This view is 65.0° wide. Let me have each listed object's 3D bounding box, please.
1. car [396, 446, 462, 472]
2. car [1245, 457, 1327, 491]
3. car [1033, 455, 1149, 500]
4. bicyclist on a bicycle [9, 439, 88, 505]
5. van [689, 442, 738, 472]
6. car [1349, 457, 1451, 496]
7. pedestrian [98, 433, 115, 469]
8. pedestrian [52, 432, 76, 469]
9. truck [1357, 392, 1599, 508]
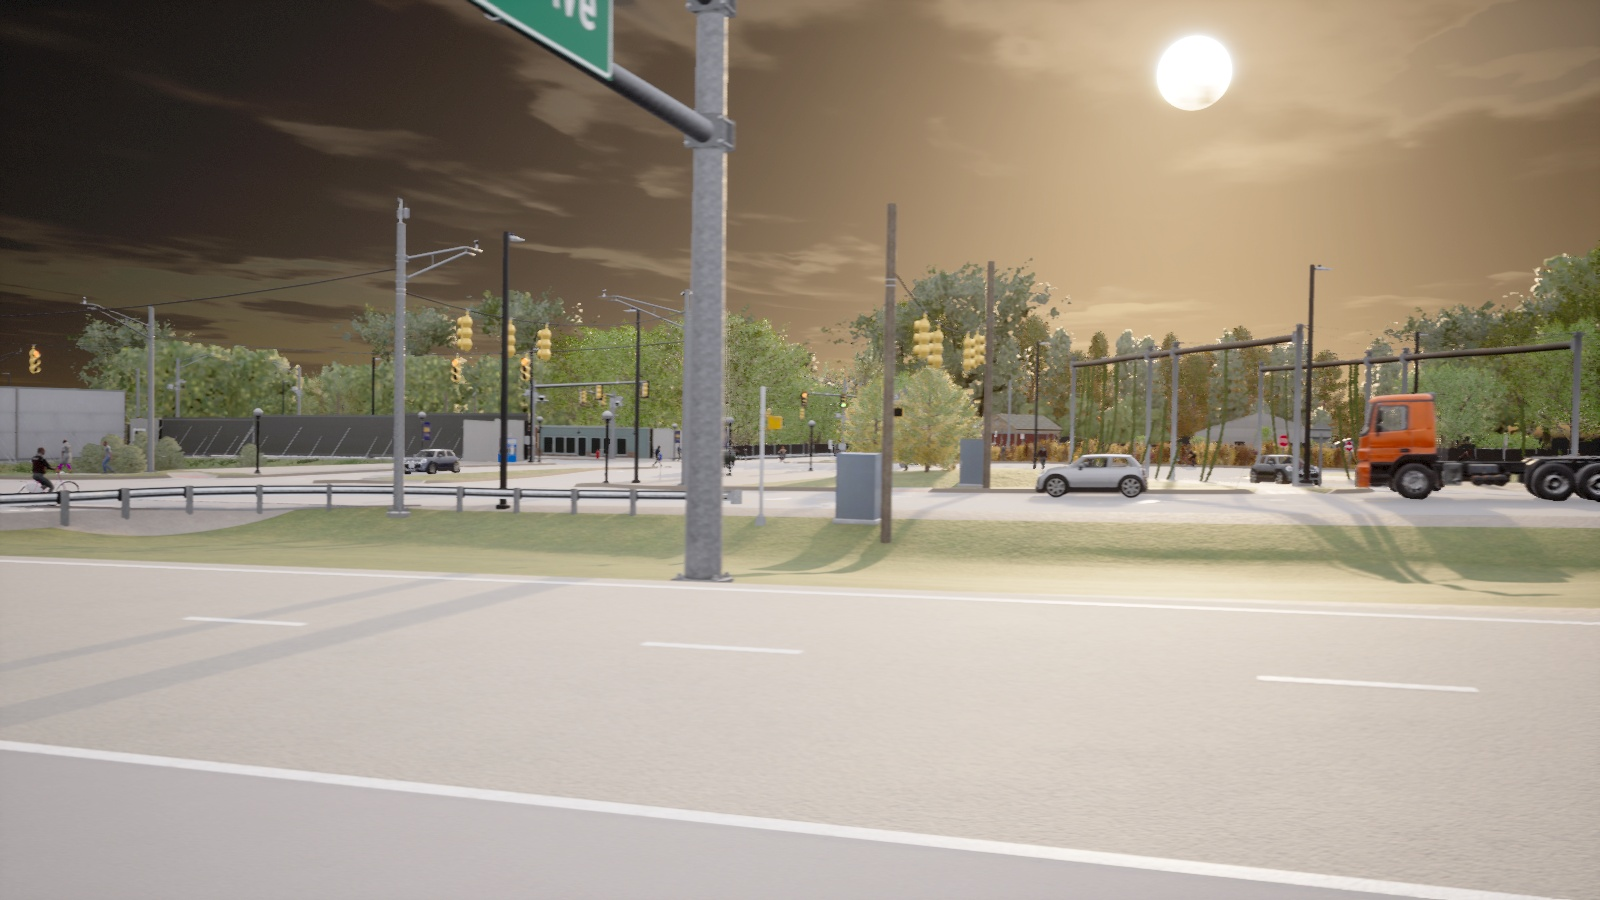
[{"bbox_3d":[-21.966,0.501,74.467,1.970,1.475,3.806,1,1,18],"label":"car"},{"bbox_3d":[22.790,1.098,59.019,1.970,1.475,3.806,1,0,-8],"label":"car"},{"bbox_3d":[10.190,0.922,43.919,3.806,1.475,1.970,0,1,18],"label":"car"},{"bbox_3d":[-21.824,0.612,36.515,0.659,1.776,1.843,1,3,25],"label":"bicyclist on a bicycle"},{"bbox_3d":[-5.791,0.445,84.670,1.775,1.987,4.442,1,0,18],"label":"van"},{"bbox_3d":[23.851,1.041,50.054,1.970,1.475,3.806,1,-1,-6],"label":"car"},{"bbox_3d":[-36.519,0.053,66.094,0.706,1.836,0.354,0,2,-40],"label":"pedestrian"},{"bbox_3d":[-39.052,0.013,66.634,0.873,1.952,0.659,2,1,15],"label":"pedestrian"},{"bbox_3d":[22.027,-0.010,39.884,7.936,3.462,2.891,0,1,24],"label":"truck"}]
